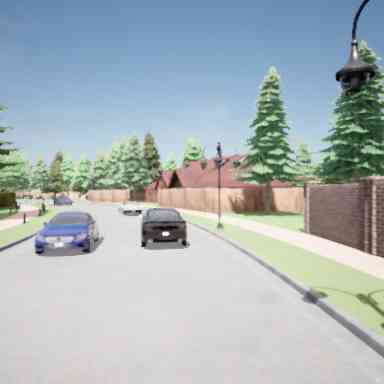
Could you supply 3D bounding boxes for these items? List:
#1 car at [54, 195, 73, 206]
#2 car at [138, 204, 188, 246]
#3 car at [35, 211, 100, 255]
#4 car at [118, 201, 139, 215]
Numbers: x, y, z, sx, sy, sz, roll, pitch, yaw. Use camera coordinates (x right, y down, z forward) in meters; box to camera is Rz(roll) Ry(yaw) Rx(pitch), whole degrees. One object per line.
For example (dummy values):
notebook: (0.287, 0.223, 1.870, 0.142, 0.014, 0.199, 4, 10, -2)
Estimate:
car: (-20.695, 1.320, 53.401, 2.097, 1.767, 4.553, 0, 0, -34)
car: (-1.389, 1.451, 15.226, 1.882, 1.535, 5.008, 0, 0, -9)
car: (-4.855, 1.516, 13.475, 1.812, 1.442, 4.674, 0, 0, -10)
car: (-6.341, 1.555, 33.744, 1.895, 1.301, 4.718, 0, 0, -20)
